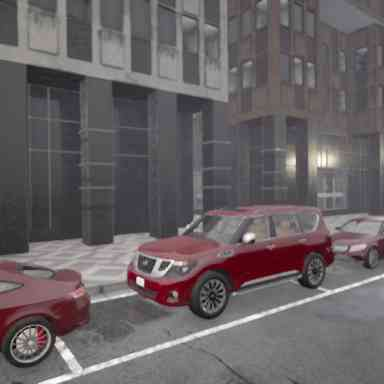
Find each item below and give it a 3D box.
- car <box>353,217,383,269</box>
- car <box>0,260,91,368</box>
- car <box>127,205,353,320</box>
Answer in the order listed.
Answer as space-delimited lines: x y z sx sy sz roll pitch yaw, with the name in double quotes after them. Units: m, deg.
5.696 1.481 10.671 4.206 1.307 1.802 -1 0 -35 "car"
-3.448 1.587 4.196 4.206 1.307 1.802 -1 0 -35 "car"
1.122 1.267 7.433 5.009 1.841 2.192 -1 0 -35 "car"
